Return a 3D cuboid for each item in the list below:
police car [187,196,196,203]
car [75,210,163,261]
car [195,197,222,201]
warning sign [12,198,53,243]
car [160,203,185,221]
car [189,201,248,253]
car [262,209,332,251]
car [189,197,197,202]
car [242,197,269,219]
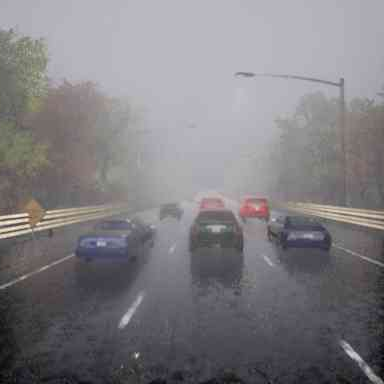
[{"bbox_3d":[-0.204,1.994,84.655,1.930,1.638,5.238,0,0,3],"label":"police car"},{"bbox_3d":[-2.595,1.633,12.555,2.033,1.411,5.357,0,0,3],"label":"car"},{"bbox_3d":[1.681,1.414,28.411,2.150,2.045,5.566,0,0,3],"label":"car"},{"bbox_3d":[-7.043,1.216,14.743,1.300,1.860,1.060,2,1,3],"label":"warning sign"},{"bbox_3d":[-1.746,1.707,29.744,1.837,1.490,4.892,0,0,3],"label":"car"},{"bbox_3d":[1.023,1.449,14.425,2.097,1.767,4.553,0,0,3],"label":"car"},{"bbox_3d":[4.541,1.664,14.649,1.994,1.385,4.181,0,0,3],"label":"car"},{"bbox_3d":[0.271,2.113,94.537,1.882,1.535,5.008,0,0,3],"label":"car"},{"bbox_3d":[5.177,1.413,28.230,2.150,2.045,5.566,0,0,3],"label":"car"}]
